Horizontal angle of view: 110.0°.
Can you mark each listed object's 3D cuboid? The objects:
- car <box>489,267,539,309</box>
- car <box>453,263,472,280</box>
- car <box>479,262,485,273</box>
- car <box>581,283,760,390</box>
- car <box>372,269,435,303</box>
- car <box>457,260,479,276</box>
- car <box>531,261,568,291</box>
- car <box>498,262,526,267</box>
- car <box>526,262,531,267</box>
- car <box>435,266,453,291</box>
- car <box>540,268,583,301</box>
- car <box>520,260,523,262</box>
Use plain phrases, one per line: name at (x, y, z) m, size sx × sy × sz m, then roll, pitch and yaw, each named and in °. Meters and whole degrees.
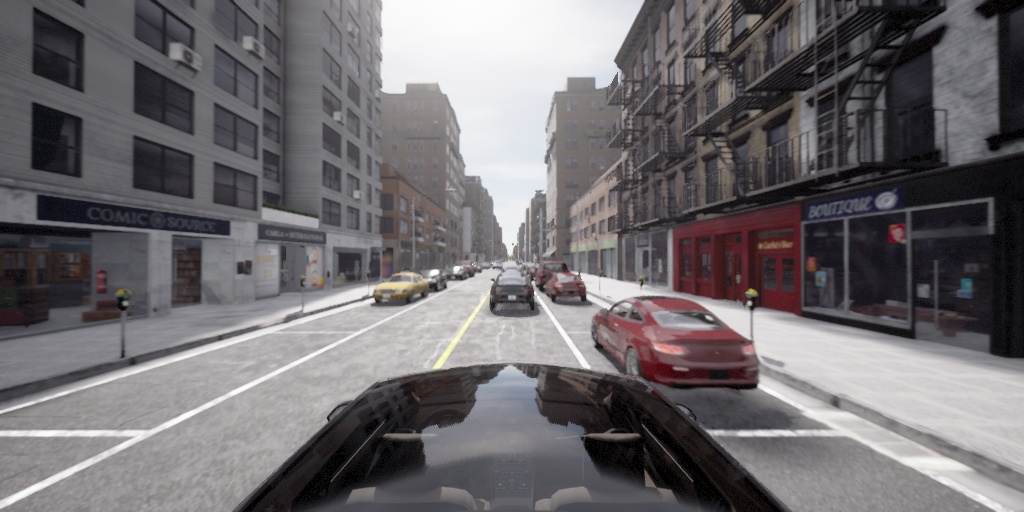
car at (0.026, 1.410, 15.763) m, size 1.812 × 1.442 × 4.674 m, roll 0°, pitch 0°, yaw 1°
car at (-5.388, 1.625, 35.036) m, size 1.948 × 1.339 × 4.313 m, roll 0°, pitch 0°, yaw 0°
car at (-5.388, 1.653, 52.081) m, size 1.967 × 1.591 × 4.097 m, roll 0°, pitch 0°, yaw 0°
car at (2.637, 1.380, 6.635) m, size 1.802 × 1.307 × 4.207 m, roll 0°, pitch 0°, yaw 0°
car at (-5.388, 1.430, 17.821) m, size 1.751 × 1.417 × 4.829 m, roll 0°, pitch 0°, yaw 0°
car at (-5.388, 1.425, 40.718) m, size 2.192 × 1.841 × 5.009 m, roll 0°, pitch 0°, yaw 0°
car at (2.637, 1.271, 23.679) m, size 2.192 × 1.841 × 5.009 m, roll 0°, pitch 0°, yaw 0°
car at (0.022, 1.524, 30.371) m, size 1.837 × 1.490 × 4.892 m, roll 0°, pitch 0°, yaw 1°
car at (2.637, 1.499, 35.041) m, size 1.967 × 1.591 × 4.097 m, roll 0°, pitch 0°, yaw 0°
car at (-5.388, 1.522, 23.673) m, size 1.948 × 1.339 × 4.313 m, roll 0°, pitch 0°, yaw 0°
car at (2.637, 1.487, 17.998) m, size 1.802 × 1.307 × 4.207 m, roll 0°, pitch 0°, yaw 0°
car at (2.637, 1.831, 57.765) m, size 1.948 × 1.339 × 4.313 m, roll 0°, pitch 0°, yaw 0°
